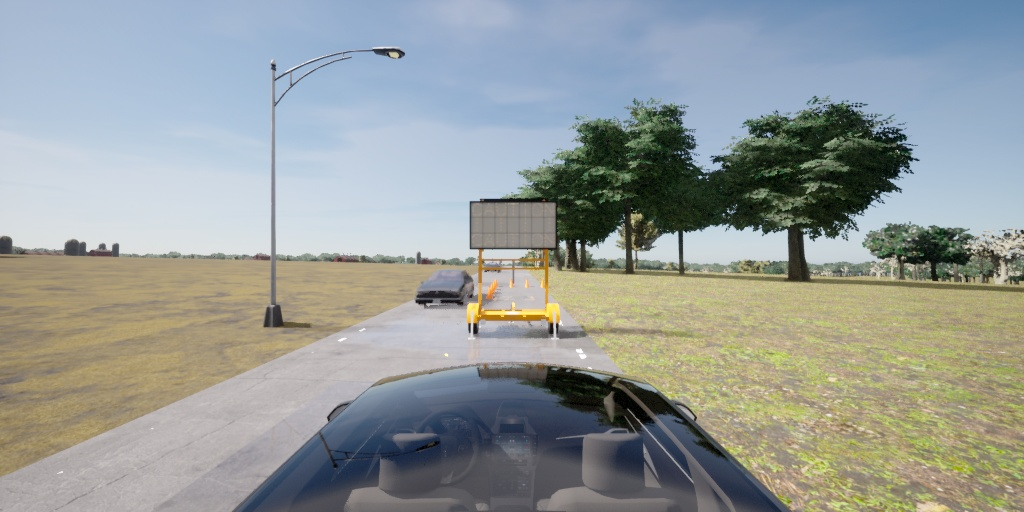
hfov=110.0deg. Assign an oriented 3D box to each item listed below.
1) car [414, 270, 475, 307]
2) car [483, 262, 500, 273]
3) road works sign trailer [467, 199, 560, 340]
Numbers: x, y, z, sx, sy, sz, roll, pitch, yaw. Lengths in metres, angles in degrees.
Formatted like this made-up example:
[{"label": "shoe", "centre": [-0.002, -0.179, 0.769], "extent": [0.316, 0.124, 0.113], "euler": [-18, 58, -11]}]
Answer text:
[{"label": "car", "centre": [-2.754, 1.309, 15.877], "extent": [2.033, 1.411, 5.357], "euler": [0, 0, 0]}, {"label": "car", "centre": [-2.466, 1.443, 44.824], "extent": [1.994, 1.385, 4.181], "euler": [0, 0, 0]}, {"label": "road works sign trailer", "centre": [0.040, 0.220, 9.972], "extent": [2.380, 3.560, 2.880], "euler": [0, 0, 0]}]
